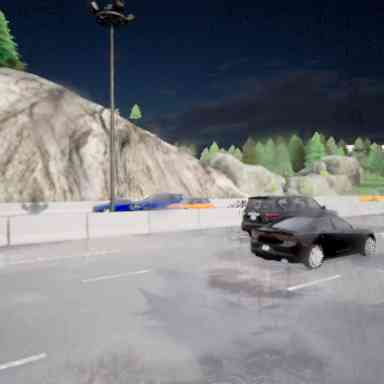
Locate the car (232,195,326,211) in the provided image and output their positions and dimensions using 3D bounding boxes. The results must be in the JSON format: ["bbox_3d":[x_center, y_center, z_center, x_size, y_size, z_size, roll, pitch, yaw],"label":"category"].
[{"bbox_3d":[4.815,1.178,15.799,5.566,2.045,2.150,0,0,-36],"label":"car"}]

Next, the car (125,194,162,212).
[{"bbox_3d":[-3.168,1.175,31.837,5.566,2.045,2.150,0,0,-35],"label":"car"}]

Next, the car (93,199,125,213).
[{"bbox_3d":[-7.344,1.443,33.157,5.008,1.535,1.882,0,0,-35],"label":"car"}]

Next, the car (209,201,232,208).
[{"bbox_3d":[4.401,1.483,28.620,5.357,1.411,2.033,0,0,-35],"label":"car"}]

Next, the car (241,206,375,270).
[{"bbox_3d":[4.135,1.445,11.010,5.008,1.535,1.882,0,0,-36],"label":"car"}]

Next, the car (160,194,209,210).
[{"bbox_3d":[-0.169,1.300,29.670,4.553,1.767,2.097,0,0,-35],"label":"car"}]
